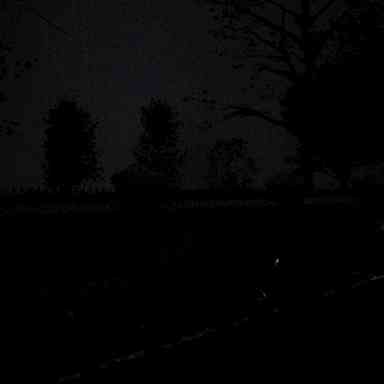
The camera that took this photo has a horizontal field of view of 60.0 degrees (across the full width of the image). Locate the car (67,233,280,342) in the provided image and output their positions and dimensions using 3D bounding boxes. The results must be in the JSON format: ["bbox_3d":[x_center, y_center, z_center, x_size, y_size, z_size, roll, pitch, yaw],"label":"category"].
[{"bbox_3d":[-0.123,1.542,6.472,4.313,1.339,1.947,0,0,-35],"label":"car"}]

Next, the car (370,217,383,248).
[{"bbox_3d":[9.044,1.219,13.008,5.009,1.841,2.192,0,0,-35],"label":"car"}]
